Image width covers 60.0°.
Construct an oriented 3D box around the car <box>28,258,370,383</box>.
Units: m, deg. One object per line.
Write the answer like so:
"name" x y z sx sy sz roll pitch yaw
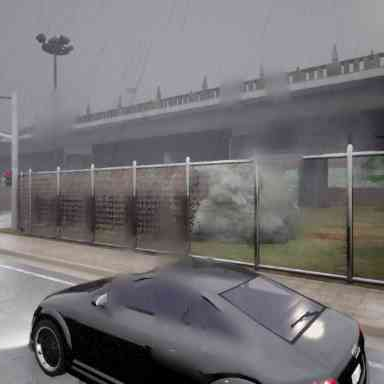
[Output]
"car" -0.173 1.564 4.114 4.181 1.385 1.994 0 0 36
